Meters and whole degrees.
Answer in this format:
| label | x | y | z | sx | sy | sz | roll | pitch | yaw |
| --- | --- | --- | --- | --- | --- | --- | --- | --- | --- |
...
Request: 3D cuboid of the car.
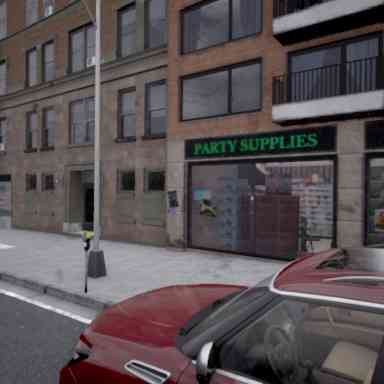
| label | x | y | z | sx | sy | sz | roll | pitch | yaw |
| --- | --- | --- | --- | --- | --- | --- | --- | --- | --- |
| car | 1.282 | 1.315 | 2.152 | 5.009 | 1.841 | 2.192 | 0 | 1 | 35 |
